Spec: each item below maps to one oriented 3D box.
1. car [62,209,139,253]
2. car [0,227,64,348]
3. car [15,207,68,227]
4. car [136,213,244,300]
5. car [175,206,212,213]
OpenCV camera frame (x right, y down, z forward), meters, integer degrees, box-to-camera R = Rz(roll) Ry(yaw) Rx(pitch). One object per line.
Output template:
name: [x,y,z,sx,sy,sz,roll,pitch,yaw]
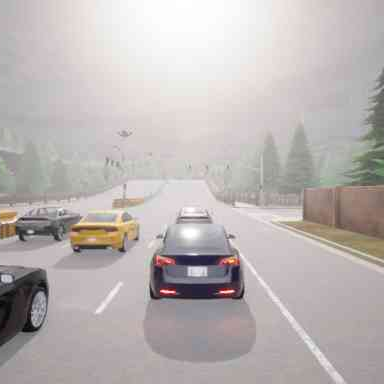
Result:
car: [-3.401,1.478,13.798,1.882,1.535,5.008,0,0,0]
car: [-3.399,1.478,3.782,1.882,1.535,5.008,0,0,0]
car: [-6.902,1.491,16.646,2.128,1.511,4.902,0,0,0]
car: [0.100,1.504,8.444,2.163,1.488,4.792,0,0,0]
car: [0.097,1.492,17.534,2.128,1.511,4.902,0,0,0]
